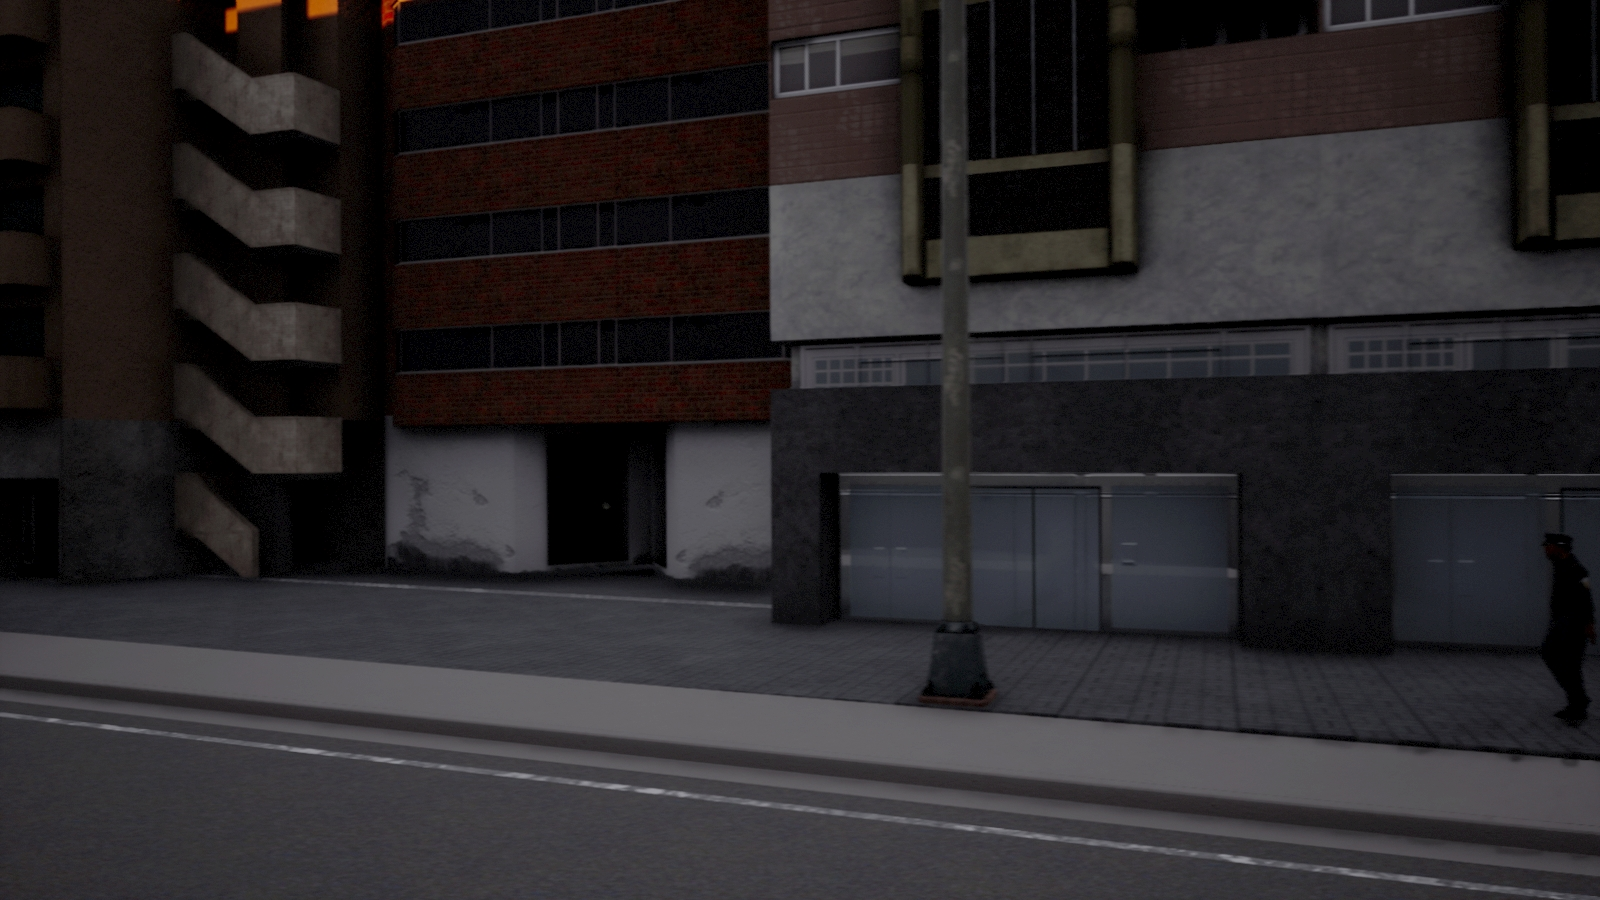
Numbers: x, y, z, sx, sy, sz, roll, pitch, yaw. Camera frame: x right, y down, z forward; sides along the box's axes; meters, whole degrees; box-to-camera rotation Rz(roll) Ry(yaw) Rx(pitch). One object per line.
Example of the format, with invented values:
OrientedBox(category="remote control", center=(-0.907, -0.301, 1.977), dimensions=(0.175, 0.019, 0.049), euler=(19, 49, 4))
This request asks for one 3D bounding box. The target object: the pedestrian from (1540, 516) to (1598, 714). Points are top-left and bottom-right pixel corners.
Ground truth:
OrientedBox(category="pedestrian", center=(7.474, 1.588, 11.115), dimensions=(0.375, 1.860, 0.375), euler=(0, 0, 20))
